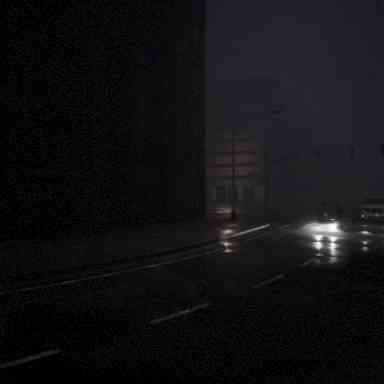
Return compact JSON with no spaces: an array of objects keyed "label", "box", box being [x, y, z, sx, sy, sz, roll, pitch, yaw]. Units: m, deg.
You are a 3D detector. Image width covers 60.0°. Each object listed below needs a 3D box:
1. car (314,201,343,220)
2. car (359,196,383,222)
[{"label":"car","box":[11.584,1.518,28.011,2.128,1.511,4.902,0,0,29]},{"label":"car","box":[14.627,1.324,26.281,2.150,2.045,5.566,0,0,29]}]
